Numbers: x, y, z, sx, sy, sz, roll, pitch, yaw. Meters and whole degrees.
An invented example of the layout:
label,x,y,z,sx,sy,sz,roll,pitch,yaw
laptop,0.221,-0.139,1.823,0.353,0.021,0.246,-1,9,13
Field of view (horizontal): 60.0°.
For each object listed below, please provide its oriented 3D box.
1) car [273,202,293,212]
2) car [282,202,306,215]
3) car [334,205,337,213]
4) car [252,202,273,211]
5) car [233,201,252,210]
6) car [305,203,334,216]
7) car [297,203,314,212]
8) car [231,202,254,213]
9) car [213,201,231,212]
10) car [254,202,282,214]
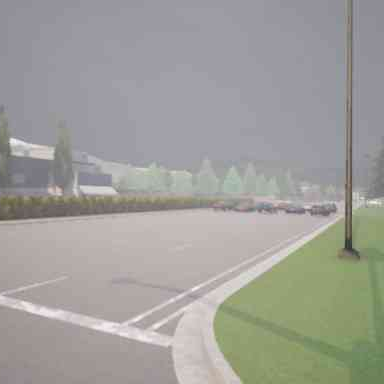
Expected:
label,x,y,z,sx,sy,sz,roll,pitch,yaw
car,15.066,2.399,54.655,2.033,1.411,5.357,0,-1,28
car,14.071,2.293,45.249,1.994,1.385,4.181,0,-1,29
car,20.845,2.434,50.617,2.033,1.411,5.357,0,-1,28
car,11.981,2.374,56.307,2.033,1.411,5.357,0,-1,28
car,8.895,2.365,57.958,1.994,1.385,4.181,0,-1,28
car,15.978,2.203,41.429,2.128,1.511,4.902,0,-1,29
car,18.165,2.477,53.029,1.895,1.301,4.718,0,-1,28
car,7.677,2.235,48.137,1.994,1.385,4.181,0,-1,29
car,4.849,2.160,50.268,1.837,1.490,4.892,0,-1,28
car,10.575,2.194,46.147,1.837,1.490,4.892,0,-1,29
